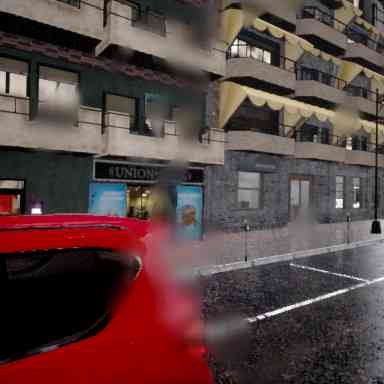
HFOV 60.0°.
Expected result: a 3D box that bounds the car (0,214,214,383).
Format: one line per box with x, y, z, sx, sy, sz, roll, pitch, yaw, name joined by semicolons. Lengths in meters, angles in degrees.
-2.435;1.219;1.643;5.566;2.045;2.150;0;0;-36;car
